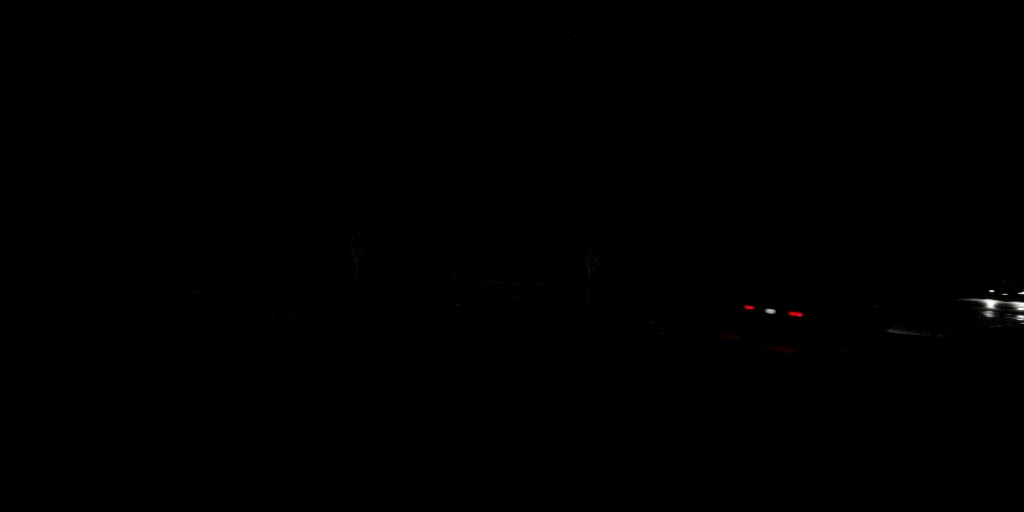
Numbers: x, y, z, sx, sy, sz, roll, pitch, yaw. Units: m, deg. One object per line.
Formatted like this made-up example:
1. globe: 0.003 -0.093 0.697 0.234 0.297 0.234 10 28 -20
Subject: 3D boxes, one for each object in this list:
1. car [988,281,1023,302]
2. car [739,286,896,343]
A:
1. car: 39.975 2.785 28.512 4.892 1.490 1.837 2 0 -25
2. car: 9.371 1.658 10.941 5.357 1.411 2.033 2 0 -25
